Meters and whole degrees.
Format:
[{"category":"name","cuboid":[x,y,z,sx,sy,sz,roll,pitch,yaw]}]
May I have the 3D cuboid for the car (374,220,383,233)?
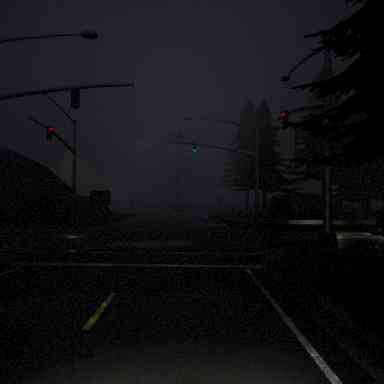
[{"category":"car","cuboid":[14.196,1.869,21.184,4.553,1.767,2.097,0,-1,0]}]
